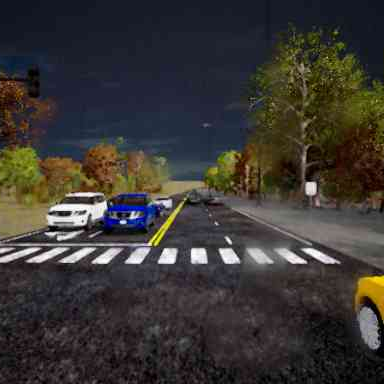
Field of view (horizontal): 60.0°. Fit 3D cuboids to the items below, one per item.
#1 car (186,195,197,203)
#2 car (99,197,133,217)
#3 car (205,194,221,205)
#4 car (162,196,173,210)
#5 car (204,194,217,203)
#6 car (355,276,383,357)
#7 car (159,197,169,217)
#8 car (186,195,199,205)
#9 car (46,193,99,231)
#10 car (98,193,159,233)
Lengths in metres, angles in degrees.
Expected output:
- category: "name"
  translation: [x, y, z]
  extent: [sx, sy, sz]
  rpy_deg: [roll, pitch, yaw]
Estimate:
- category: "car"
  translation: [-0.008, 1.201, 59.831]
  extent: [1.895, 1.301, 4.718]
  rpy_deg: [0, 0, 0]
- category: "car"
  translation: [-6.601, 1.271, 29.549]
  extent: [1.882, 1.535, 5.008]
  rpy_deg: [0, 0, 0]
- category: "car"
  translation: [3.274, 1.137, 49.338]
  extent: [2.128, 1.511, 4.902]
  rpy_deg: [1, -1, 0]
- category: "car"
  translation: [-3.319, 1.261, 38.869]
  extent: [1.812, 1.442, 4.674]
  rpy_deg: [0, 0, 0]
- category: "car"
  translation: [3.237, 1.144, 59.489]
  extent: [2.033, 1.411, 5.357]
  rpy_deg: [0, 0, 0]
- category: "car"
  translation: [3.354, 1.453, 2.945]
  extent: [1.882, 1.535, 5.008]
  rpy_deg: [0, 1, 0]
- category: "car"
  translation: [-3.350, 1.404, 28.634]
  extent: [1.895, 1.301, 4.718]
  rpy_deg: [0, 0, 0]
- category: "car"
  translation: [0.036, 1.229, 50.008]
  extent: [1.994, 1.385, 4.181]
  rpy_deg: [0, 0, 0]
- category: "car"
  translation: [-6.602, 1.081, 19.858]
  extent: [2.150, 2.045, 5.566]
  rpy_deg: [0, 0, 0]
- category: "car"
  translation: [-3.352, 1.090, 18.868]
  extent: [2.150, 2.045, 5.566]
  rpy_deg: [0, 0, 0]
